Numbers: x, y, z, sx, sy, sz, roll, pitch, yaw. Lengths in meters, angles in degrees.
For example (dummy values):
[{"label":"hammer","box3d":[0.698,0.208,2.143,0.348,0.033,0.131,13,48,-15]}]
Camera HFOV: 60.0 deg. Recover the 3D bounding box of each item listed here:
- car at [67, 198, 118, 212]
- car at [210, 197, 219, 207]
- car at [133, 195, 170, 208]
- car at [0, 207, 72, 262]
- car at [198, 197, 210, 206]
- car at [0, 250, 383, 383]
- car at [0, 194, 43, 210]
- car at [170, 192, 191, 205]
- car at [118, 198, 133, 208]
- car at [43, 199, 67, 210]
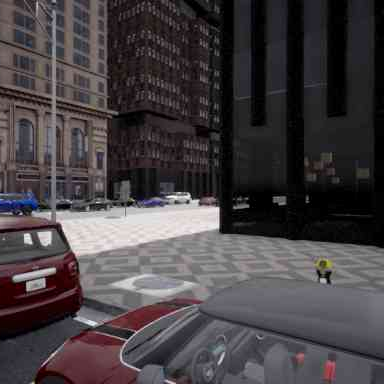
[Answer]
[{"label":"car","box3d":[-11.217,1.424,37.893,1.837,1.490,4.892,0,0,36]},{"label":"car","box3d":[5.220,1.400,49.582,1.837,1.490,4.892,0,0,36]},{"label":"car","box3d":[-5.529,1.419,45.902,1.812,1.442,4.674,0,0,36]},{"label":"car","box3d":[-4.022,1.314,5.804,5.009,1.841,2.192,0,0,35]},{"label":"car","box3d":[2.806,1.444,51.801,1.994,1.385,4.181,0,0,37]},{"label":"car","box3d":[0.550,1.440,2.565,4.097,1.590,1.967,0,0,35]},{"label":"car","box3d":[-16.850,1.166,29.975,2.150,2.045,5.566,0,0,34]},{"label":"car","box3d":[-2.387,1.075,55.859,2.150,2.045,5.566,0,0,34]},{"label":"car","box3d":[-9.496,1.486,45.929,1.895,1.301,4.718,0,0,35]},{"label":"car","box3d":[-15.257,1.513,37.820,1.895,1.301,4.718,0,0,35]}]
